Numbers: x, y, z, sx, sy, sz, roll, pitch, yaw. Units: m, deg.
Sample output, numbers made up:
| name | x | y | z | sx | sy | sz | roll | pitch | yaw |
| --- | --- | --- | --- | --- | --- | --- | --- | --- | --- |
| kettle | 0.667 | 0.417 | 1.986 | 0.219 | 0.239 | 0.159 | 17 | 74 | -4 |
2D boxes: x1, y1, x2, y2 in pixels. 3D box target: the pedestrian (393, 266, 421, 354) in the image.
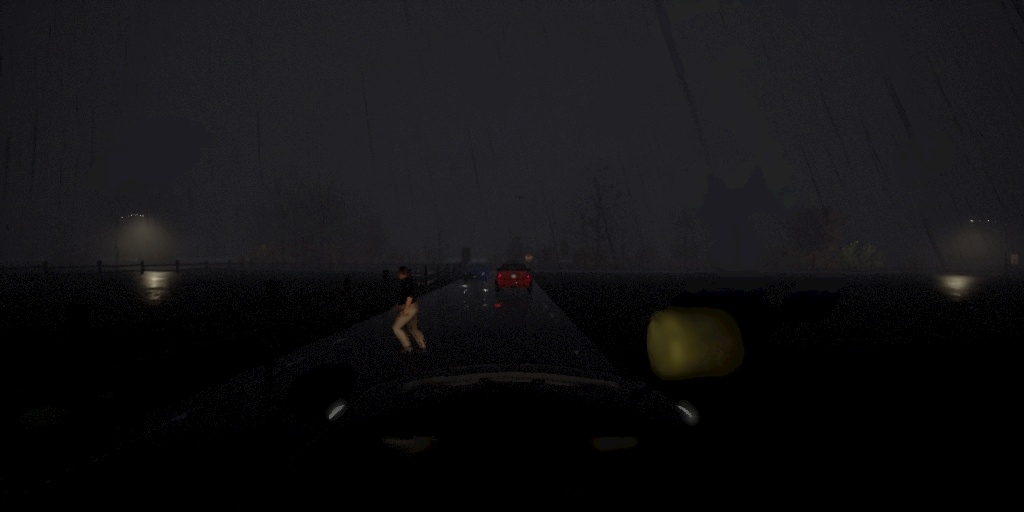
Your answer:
| name | x | y | z | sx | sy | sz | roll | pitch | yaw |
| --- | --- | --- | --- | --- | --- | --- | --- | --- | --- |
| pedestrian | -2.146 | 1.067 | 7.289 | 0.375 | 1.860 | 0.375 | 0 | 0 | -1 |

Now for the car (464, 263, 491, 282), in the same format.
| name | x | y | z | sx | sy | sz | roll | pitch | yaw |
| --- | --- | --- | --- | --- | --- | --- | --- | --- | --- |
| car | -2.844 | 1.324 | 29.874 | 1.882 | 1.535 | 5.008 | 0 | 0 | 0 |

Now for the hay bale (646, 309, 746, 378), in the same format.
| name | x | y | z | sx | sy | sz | roll | pitch | yaw |
| --- | --- | --- | --- | --- | --- | --- | --- | --- | --- |
| hay bale | 3.123 | 1.424 | 6.250 | 1.220 | 1.180 | 1.240 | 0 | 0 | 0 |

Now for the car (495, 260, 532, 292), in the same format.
| name | x | y | z | sx | sy | sz | roll | pitch | yaw |
| --- | --- | --- | --- | --- | --- | --- | --- | --- | --- |
| car | 0.095 | 1.173 | 22.189 | 2.097 | 1.767 | 4.553 | 0 | 0 | 0 |
